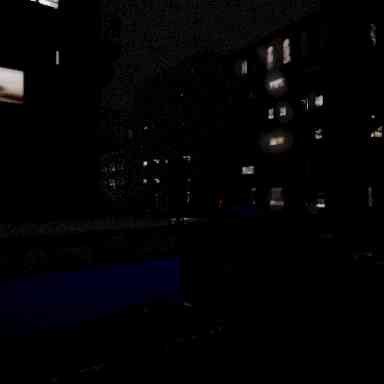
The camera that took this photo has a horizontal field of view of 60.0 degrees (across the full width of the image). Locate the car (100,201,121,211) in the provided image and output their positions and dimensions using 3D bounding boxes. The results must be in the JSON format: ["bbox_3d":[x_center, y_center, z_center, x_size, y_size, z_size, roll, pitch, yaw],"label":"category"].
[{"bbox_3d":[-11.313,2.025,43.424,1.967,1.590,4.097,-1,0,-36],"label":"car"}]

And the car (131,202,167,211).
[{"bbox_3d":[-4.714,1.840,34.271,1.967,1.590,4.097,-1,0,-36],"label":"car"}]

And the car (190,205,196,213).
[{"bbox_3d":[-1.367,2.020,43.848,1.752,1.417,4.829,-1,0,-36],"label":"car"}]

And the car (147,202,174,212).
[{"bbox_3d":[-4.567,2.150,48.286,1.947,1.339,4.313,-1,0,-36],"label":"car"}]

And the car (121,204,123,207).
[{"bbox_3d":[-14.567,2.392,62.154,1.752,1.417,4.829,-1,0,-36],"label":"car"}]

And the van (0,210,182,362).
[{"bbox_3d":[-2.074,1.336,5.216,3.998,1.788,1.690,0,0,-36],"label":"van"}]

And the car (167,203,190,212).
[{"bbox_3d":[-2.666,2.001,35.999,1.895,1.301,4.718,0,-1,-36],"label":"car"}]

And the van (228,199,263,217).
[{"bbox_3d":[5.465,1.648,34.657,1.690,1.788,3.998,-1,0,-36],"label":"van"}]
